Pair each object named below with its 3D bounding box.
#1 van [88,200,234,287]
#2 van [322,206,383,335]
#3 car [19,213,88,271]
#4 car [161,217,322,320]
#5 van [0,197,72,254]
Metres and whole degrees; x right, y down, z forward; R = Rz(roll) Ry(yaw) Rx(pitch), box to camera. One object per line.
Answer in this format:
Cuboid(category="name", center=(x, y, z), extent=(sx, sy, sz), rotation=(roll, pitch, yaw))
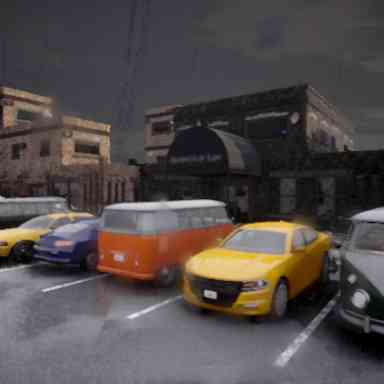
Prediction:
Cuboid(category="van", center=(-0.417, 1.244, 9.395), extent=(1.878, 1.987, 4.442), rotation=(0, 0, 35))
Cuboid(category="van", center=(3.938, 1.254, 6.002), extent=(1.878, 1.987, 4.442), rotation=(0, 0, 35))
Cuboid(category="car", center=(-2.730, 1.506, 10.899), extent=(2.002, 1.452, 4.674), rotation=(0, 0, 35))
Cuboid(category="car", center=(1.764, 1.475, 7.703), extent=(2.097, 1.535, 5.008), rotation=(0, 0, 35))
Cuboid(category="van", center=(-7.152, 1.233, 14.199), extent=(1.878, 1.987, 4.442), rotation=(0, 0, 35))
